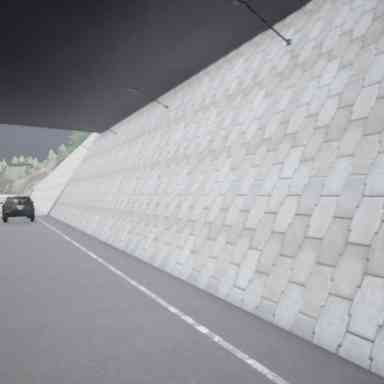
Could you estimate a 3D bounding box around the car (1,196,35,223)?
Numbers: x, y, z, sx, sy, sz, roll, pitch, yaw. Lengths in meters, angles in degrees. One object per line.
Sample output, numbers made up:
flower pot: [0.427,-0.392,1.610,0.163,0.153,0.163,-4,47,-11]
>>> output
car: [-14.511,1.368,27.761,2.150,2.045,5.566,0,0,-31]

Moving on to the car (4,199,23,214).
car: [-20.997,1.688,39.035,1.882,1.535,5.008,0,0,-30]
